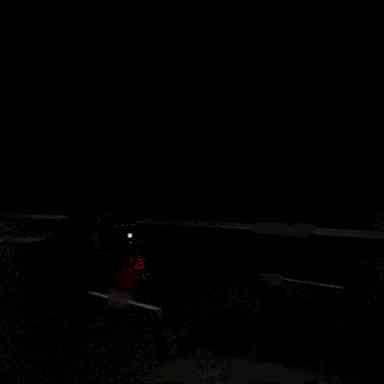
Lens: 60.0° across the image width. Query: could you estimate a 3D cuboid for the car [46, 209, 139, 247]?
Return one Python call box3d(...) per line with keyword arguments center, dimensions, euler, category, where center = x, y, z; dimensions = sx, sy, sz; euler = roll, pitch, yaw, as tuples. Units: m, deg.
box3d(center=(-4.645, 1.552, 15.204), dimensions=(4.892, 1.490, 1.837), euler=(0, 0, 32), category="car")
